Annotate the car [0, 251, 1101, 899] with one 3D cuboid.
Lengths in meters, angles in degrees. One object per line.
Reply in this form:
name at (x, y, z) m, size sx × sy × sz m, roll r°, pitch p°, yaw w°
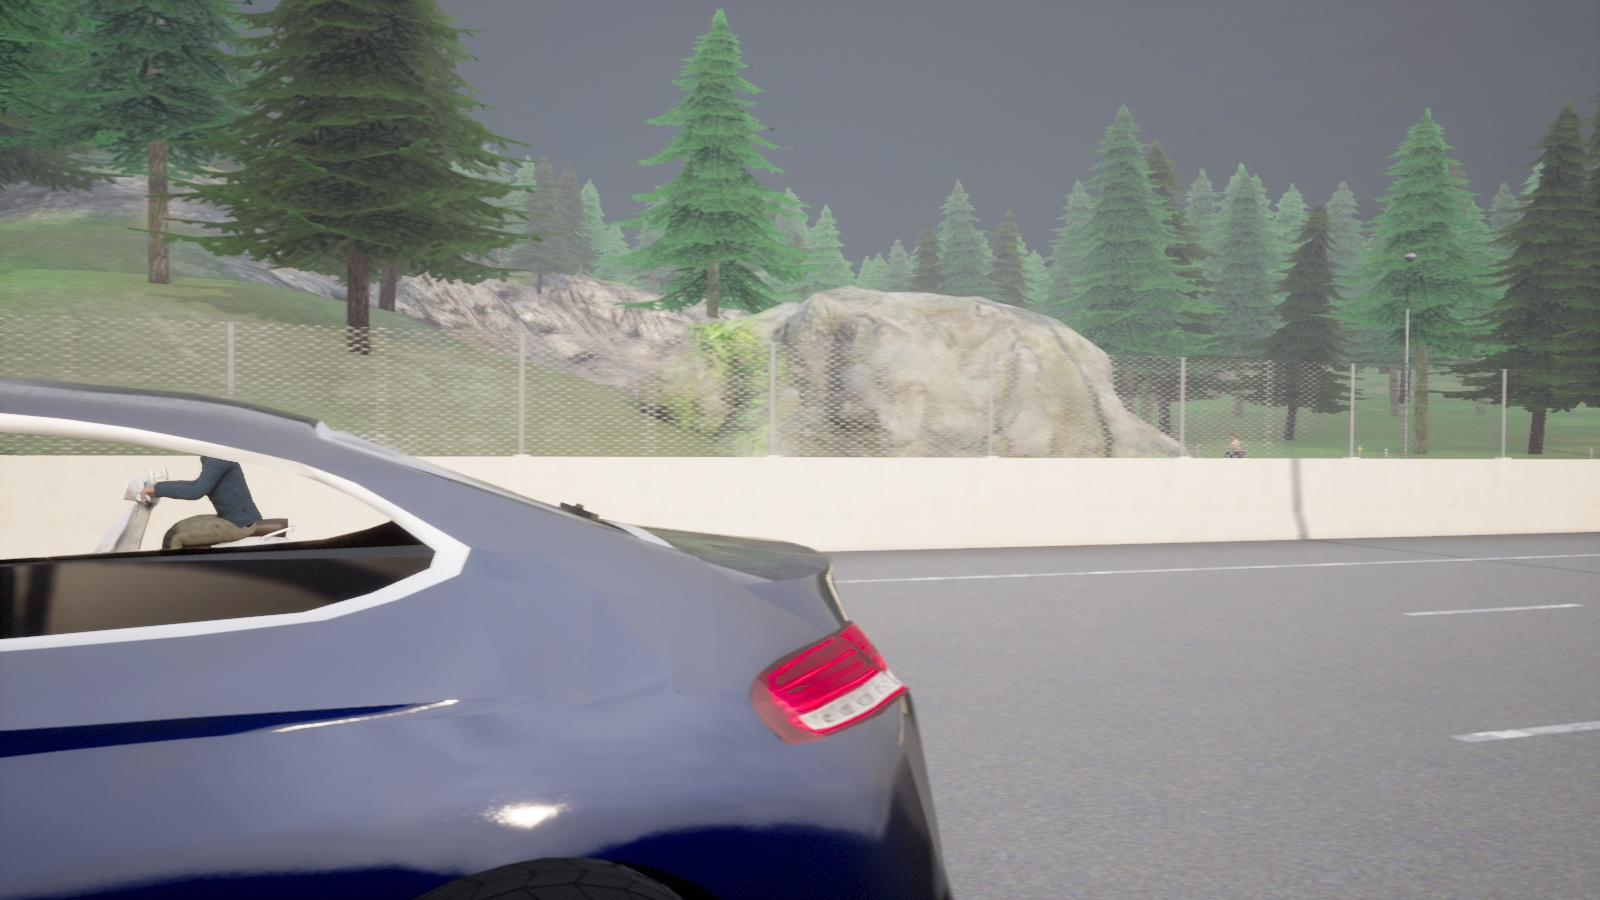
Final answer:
car at (-2.184, 0.561, 2.407) m, size 5.027 × 1.651 × 2.152 m, roll -1°, pitch 1°, yaw -21°
